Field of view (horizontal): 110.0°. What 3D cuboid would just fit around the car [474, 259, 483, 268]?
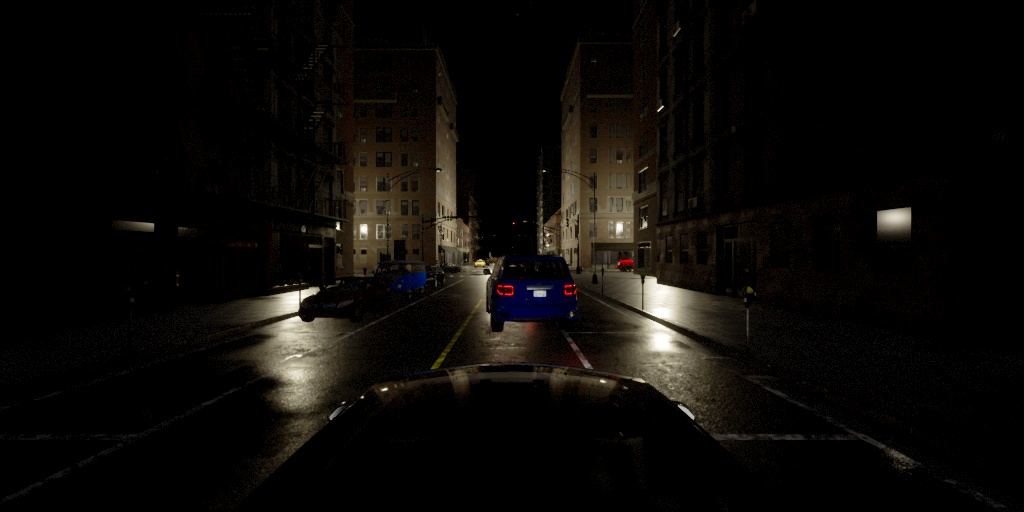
[{"bbox_3d":[-5.396,1.272,60.765,1.751,1.417,4.829,0,0,0],"label":"car"}]

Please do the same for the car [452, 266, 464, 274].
[{"bbox_3d":[-7.768,1.381,40.036,4.718,1.301,1.895,0,0,0],"label":"car"}]

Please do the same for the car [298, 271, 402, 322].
[{"bbox_3d":[-5.395,1.331,12.159,1.802,1.307,4.207,0,0,0],"label":"car"}]

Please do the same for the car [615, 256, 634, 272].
[{"bbox_3d":[15.327,0.877,43.024,5.566,2.045,2.150,0,0,0],"label":"car"}]

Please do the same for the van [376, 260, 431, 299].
[{"bbox_3d":[-5.394,1.090,17.565,1.690,1.789,3.998,0,0,0],"label":"van"}]

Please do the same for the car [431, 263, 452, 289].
[{"bbox_3d":[-5.394,1.299,22.971,2.007,1.370,4.403,0,0,0],"label":"car"}]

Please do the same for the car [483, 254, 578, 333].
[{"bbox_3d":[0.359,0.971,11.001,2.150,2.045,5.566,0,0,-6],"label":"car"}]
